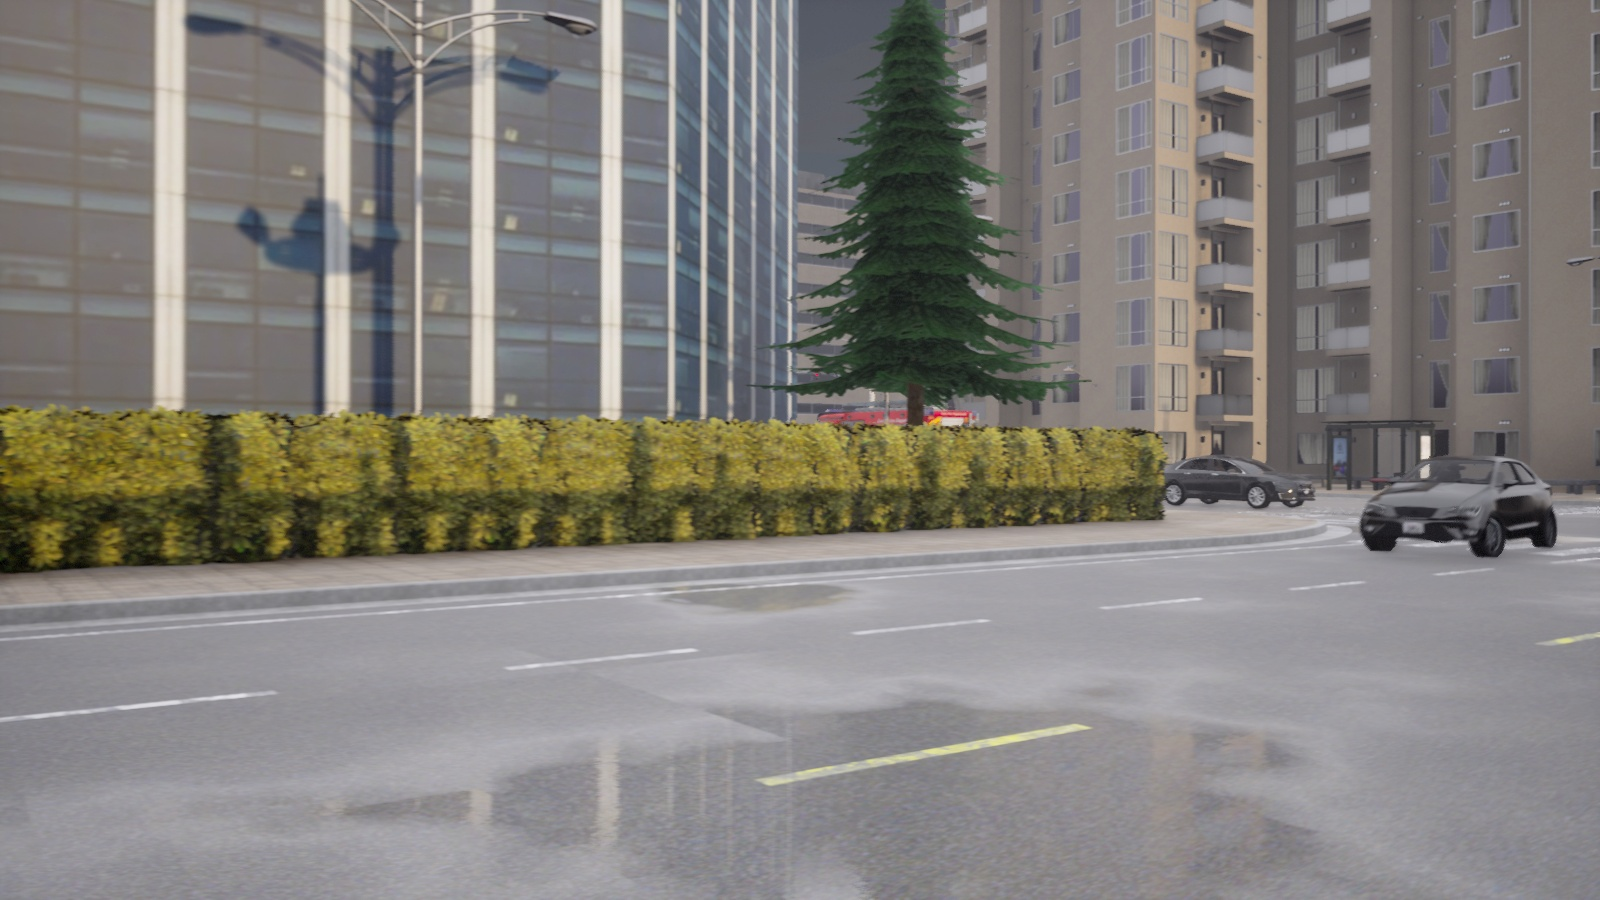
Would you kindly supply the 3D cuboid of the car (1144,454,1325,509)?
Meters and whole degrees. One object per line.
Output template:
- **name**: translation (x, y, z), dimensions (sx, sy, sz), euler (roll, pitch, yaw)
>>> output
- **car**: translation (12.664, 0.869, 36.919), dimensions (1.837, 1.490, 4.892), euler (0, 0, -35)

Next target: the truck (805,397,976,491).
- **truck**: translation (3.844, -0.236, 55.766), dimensions (2.891, 3.827, 8.468), euler (0, 0, -35)

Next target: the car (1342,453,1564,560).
- **car**: translation (10.163, 0.784, 19.400), dimensions (4.193, 1.474, 1.816), euler (0, 0, -44)
